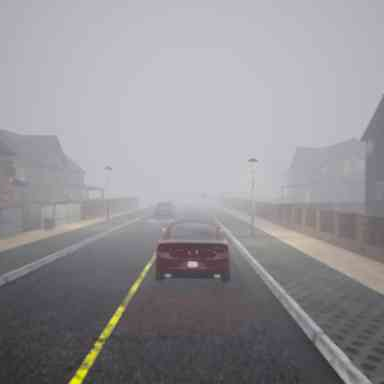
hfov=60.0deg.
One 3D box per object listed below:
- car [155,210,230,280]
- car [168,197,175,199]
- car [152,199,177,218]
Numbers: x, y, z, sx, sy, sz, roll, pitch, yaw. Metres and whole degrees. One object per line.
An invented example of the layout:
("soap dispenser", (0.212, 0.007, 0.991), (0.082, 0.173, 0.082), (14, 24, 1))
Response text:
("car", (0.030, 1.529, 10.123), (1.882, 1.535, 5.008), (1, 0, 0))
("car", (-5.103, 2.078, 85.159), (1.994, 1.385, 4.181), (0, -1, -13))
("car", (-2.627, 1.681, 32.093), (1.837, 1.490, 4.892), (1, -1, 0))
